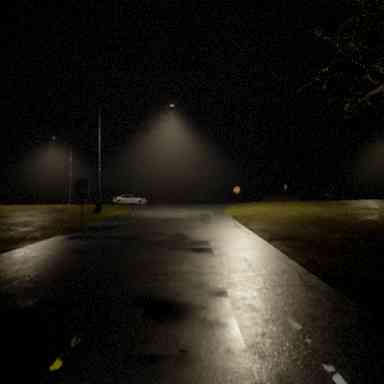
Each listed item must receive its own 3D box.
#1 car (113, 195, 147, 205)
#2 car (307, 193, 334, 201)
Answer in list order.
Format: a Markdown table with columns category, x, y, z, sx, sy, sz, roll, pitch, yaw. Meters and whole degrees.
| category | x | y | z | sx | sy | sz | roll | pitch | yaw |
| --- | --- | --- | --- | --- | --- | --- | --- | --- | --- |
| car | -8.638 | 1.094 | 46.571 | 4.674 | 1.442 | 1.812 | 1 | -2 | 0 |
| car | 20.798 | 0.894 | 53.967 | 4.181 | 1.385 | 1.994 | -2 | -3 | -1 |
